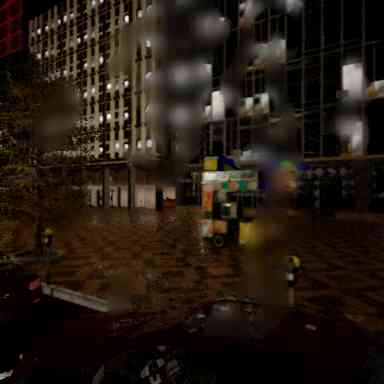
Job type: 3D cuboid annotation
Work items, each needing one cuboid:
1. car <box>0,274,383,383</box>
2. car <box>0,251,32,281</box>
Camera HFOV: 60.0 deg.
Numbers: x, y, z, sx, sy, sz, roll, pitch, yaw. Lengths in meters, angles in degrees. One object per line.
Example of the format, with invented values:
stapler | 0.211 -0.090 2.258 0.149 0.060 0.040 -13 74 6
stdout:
car | 0.182 1.583 2.737 4.206 1.307 1.802 0 0 35
car | -4.317 1.590 5.944 4.206 1.307 1.802 0 0 35
